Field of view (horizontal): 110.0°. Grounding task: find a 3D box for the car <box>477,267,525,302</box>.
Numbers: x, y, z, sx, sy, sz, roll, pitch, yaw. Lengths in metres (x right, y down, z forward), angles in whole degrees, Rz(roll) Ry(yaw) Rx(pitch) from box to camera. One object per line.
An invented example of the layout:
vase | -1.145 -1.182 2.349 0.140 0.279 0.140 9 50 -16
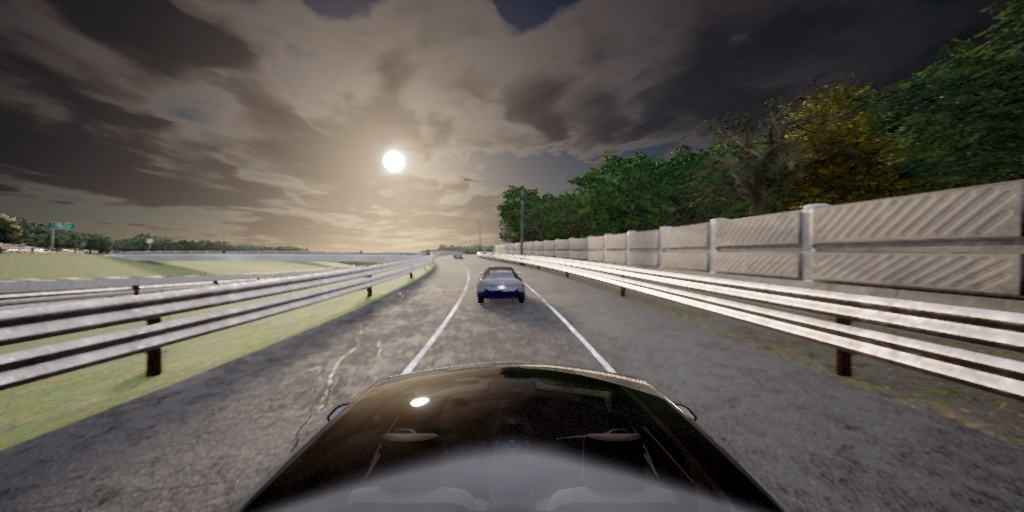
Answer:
car | -0.544 1.162 16.090 1.994 1.385 4.181 0 1 -4
